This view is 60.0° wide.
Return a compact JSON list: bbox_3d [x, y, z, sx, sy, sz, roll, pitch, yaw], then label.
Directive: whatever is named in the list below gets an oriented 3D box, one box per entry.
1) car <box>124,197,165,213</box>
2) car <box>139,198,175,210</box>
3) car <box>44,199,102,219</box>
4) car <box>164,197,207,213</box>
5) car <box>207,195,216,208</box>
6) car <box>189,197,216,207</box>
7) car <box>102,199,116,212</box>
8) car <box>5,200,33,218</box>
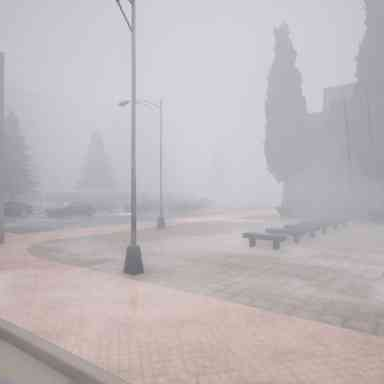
[{"bbox_3d":[-5.469,1.559,36.640,1.994,1.385,4.181,0,0,38],"label":"car"},{"bbox_3d":[-4.523,1.501,43.604,1.837,1.490,4.892,0,0,38],"label":"car"},{"bbox_3d":[-10.774,1.521,29.736,1.812,1.442,4.674,0,0,37],"label":"car"},{"bbox_3d":[-0.665,1.560,36.830,1.994,1.385,4.181,0,0,38],"label":"car"},{"bbox_3d":[0.873,1.500,44.860,1.837,1.490,4.892,0,0,38],"label":"car"},{"bbox_3d":[1.662,1.559,51.585,1.994,1.385,4.181,0,0,38],"label":"car"},{"bbox_3d":[-10.454,1.486,35.918,2.128,1.511,4.902,0,0,38],"label":"car"},{"bbox_3d":[-16.239,1.499,28.491,1.837,1.490,4.892,0,0,39],"label":"car"}]
